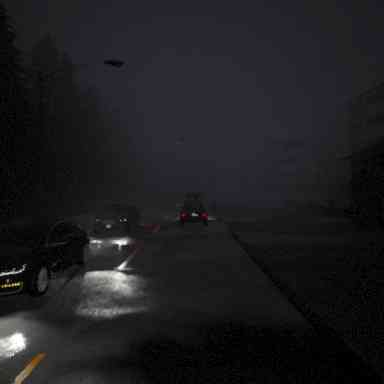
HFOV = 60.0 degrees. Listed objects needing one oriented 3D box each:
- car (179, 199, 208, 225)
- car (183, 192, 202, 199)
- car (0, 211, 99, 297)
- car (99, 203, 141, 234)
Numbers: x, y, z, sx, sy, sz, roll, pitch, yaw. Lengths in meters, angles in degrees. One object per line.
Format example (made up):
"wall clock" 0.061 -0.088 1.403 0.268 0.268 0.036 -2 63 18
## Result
"car" 0.109 1.425 22.662 2.033 1.411 5.357 0 0 0
"car" 0.110 0.999 41.573 2.150 2.045 5.566 0 0 0
"car" -4.076 1.459 8.571 1.837 1.490 4.892 0 0 0
"car" -4.062 1.391 18.665 2.128 1.511 4.902 0 0 0
